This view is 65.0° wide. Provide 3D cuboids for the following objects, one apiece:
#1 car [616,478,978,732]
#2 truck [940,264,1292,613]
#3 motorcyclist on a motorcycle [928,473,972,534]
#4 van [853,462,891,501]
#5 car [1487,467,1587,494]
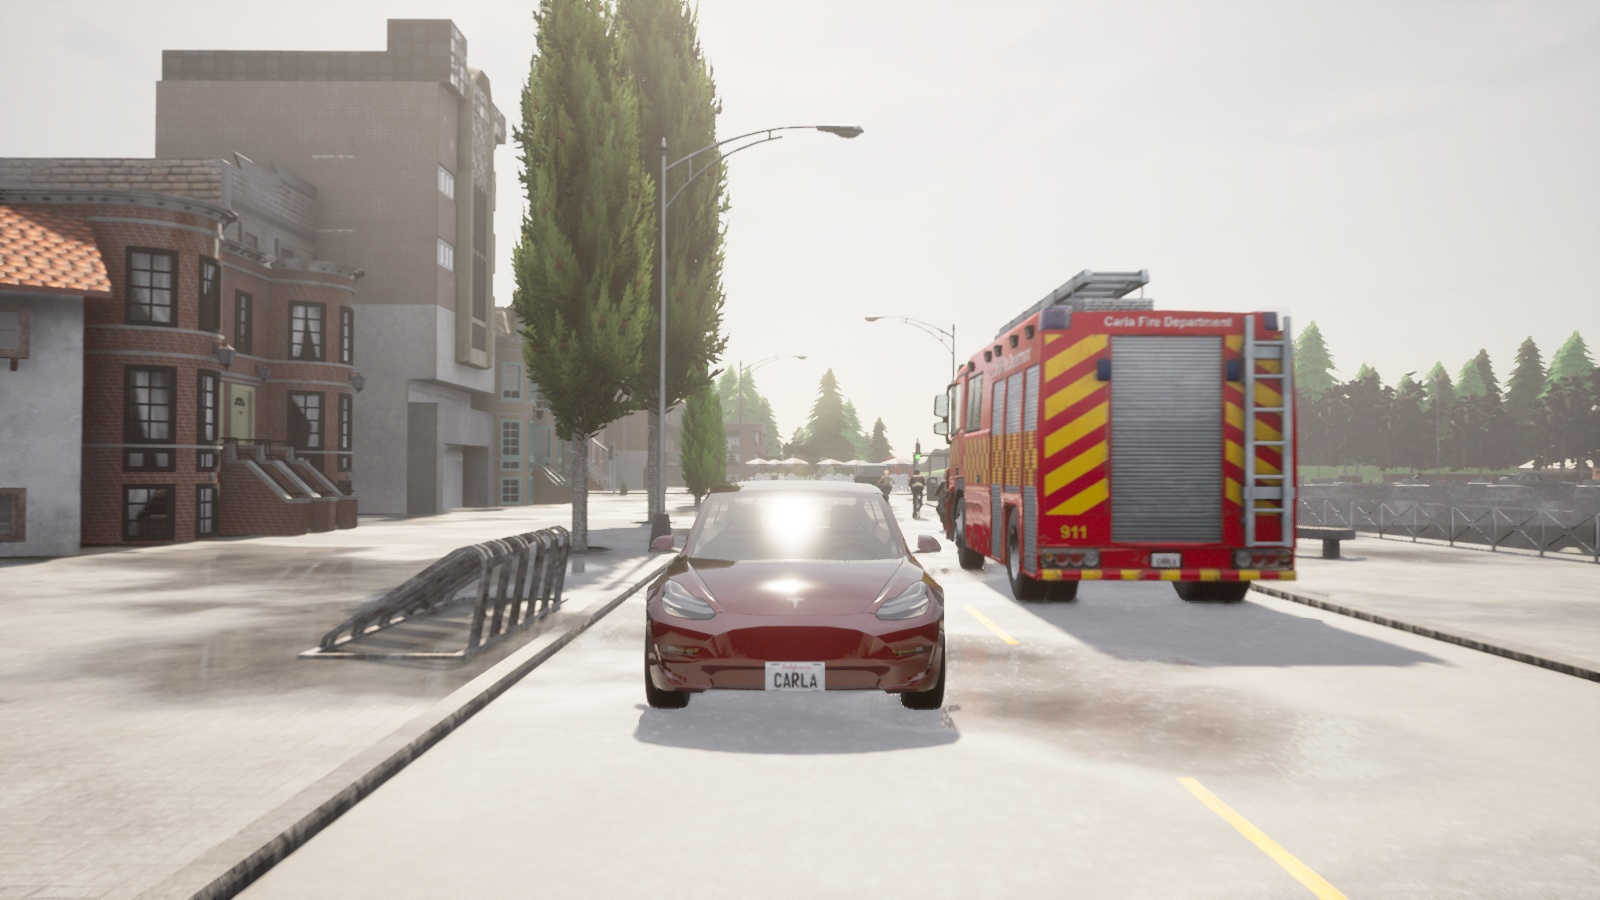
[{"bbox_3d":[-0.026,0.981,9.928,2.163,1.488,4.792,0,-1,0],"label":"car"},{"bbox_3d":[3.947,-0.064,18.059,2.891,3.827,8.468,0,-1,0],"label":"truck"},{"bbox_3d":[3.914,1.386,32.962,0.866,1.530,2.191,0,-1,0],"label":"motorcyclist on a motorcycle"},{"bbox_3d":[3.834,1.684,67.633,1.775,1.987,4.442,0,-1,0],"label":"van"},{"bbox_3d":[45.132,1.853,76.986,4.856,1.649,2.033,0,-1,1],"label":"car"}]
